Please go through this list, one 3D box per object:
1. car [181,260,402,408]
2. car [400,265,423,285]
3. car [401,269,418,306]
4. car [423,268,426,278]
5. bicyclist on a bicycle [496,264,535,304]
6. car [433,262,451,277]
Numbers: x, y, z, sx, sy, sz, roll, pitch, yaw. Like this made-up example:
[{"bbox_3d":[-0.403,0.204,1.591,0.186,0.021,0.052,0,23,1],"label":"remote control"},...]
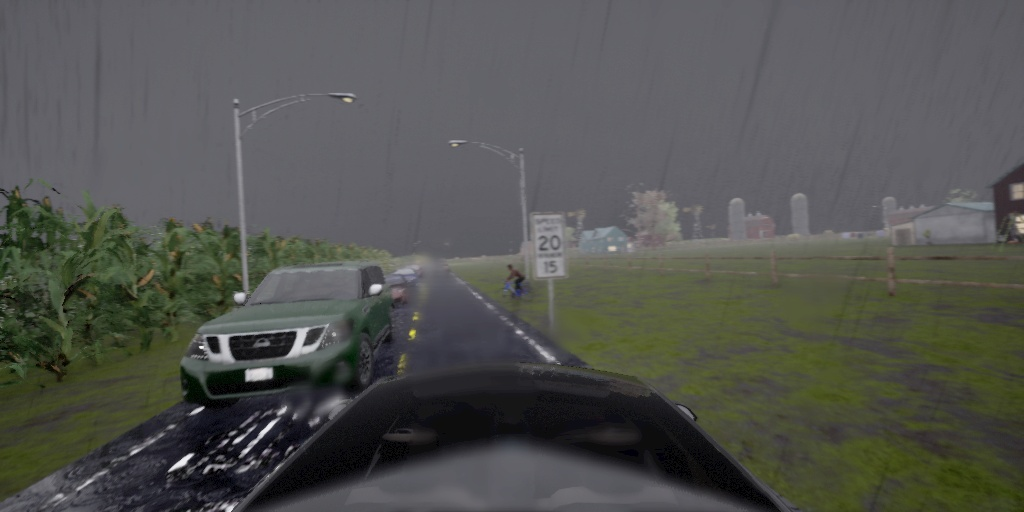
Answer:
[{"bbox_3d":[-3.710,1.144,7.173,2.150,2.045,5.566,-3,0,-11],"label":"car"},{"bbox_3d":[-7.874,1.605,26.718,1.812,1.442,4.674,-3,0,-12],"label":"car"},{"bbox_3d":[-5.774,1.564,16.937,1.994,1.385,4.181,-3,0,-12],"label":"car"},{"bbox_3d":[-9.976,1.683,36.667,1.812,1.442,4.674,-3,0,-12],"label":"car"},{"bbox_3d":[0.113,1.143,14.821,1.656,1.620,0.582,-4,0,-12],"label":"bicyclist on a bicycle"},{"bbox_3d":[-8.164,1.543,42.018,2.128,1.511,4.902,-3,0,-12],"label":"car"}]
